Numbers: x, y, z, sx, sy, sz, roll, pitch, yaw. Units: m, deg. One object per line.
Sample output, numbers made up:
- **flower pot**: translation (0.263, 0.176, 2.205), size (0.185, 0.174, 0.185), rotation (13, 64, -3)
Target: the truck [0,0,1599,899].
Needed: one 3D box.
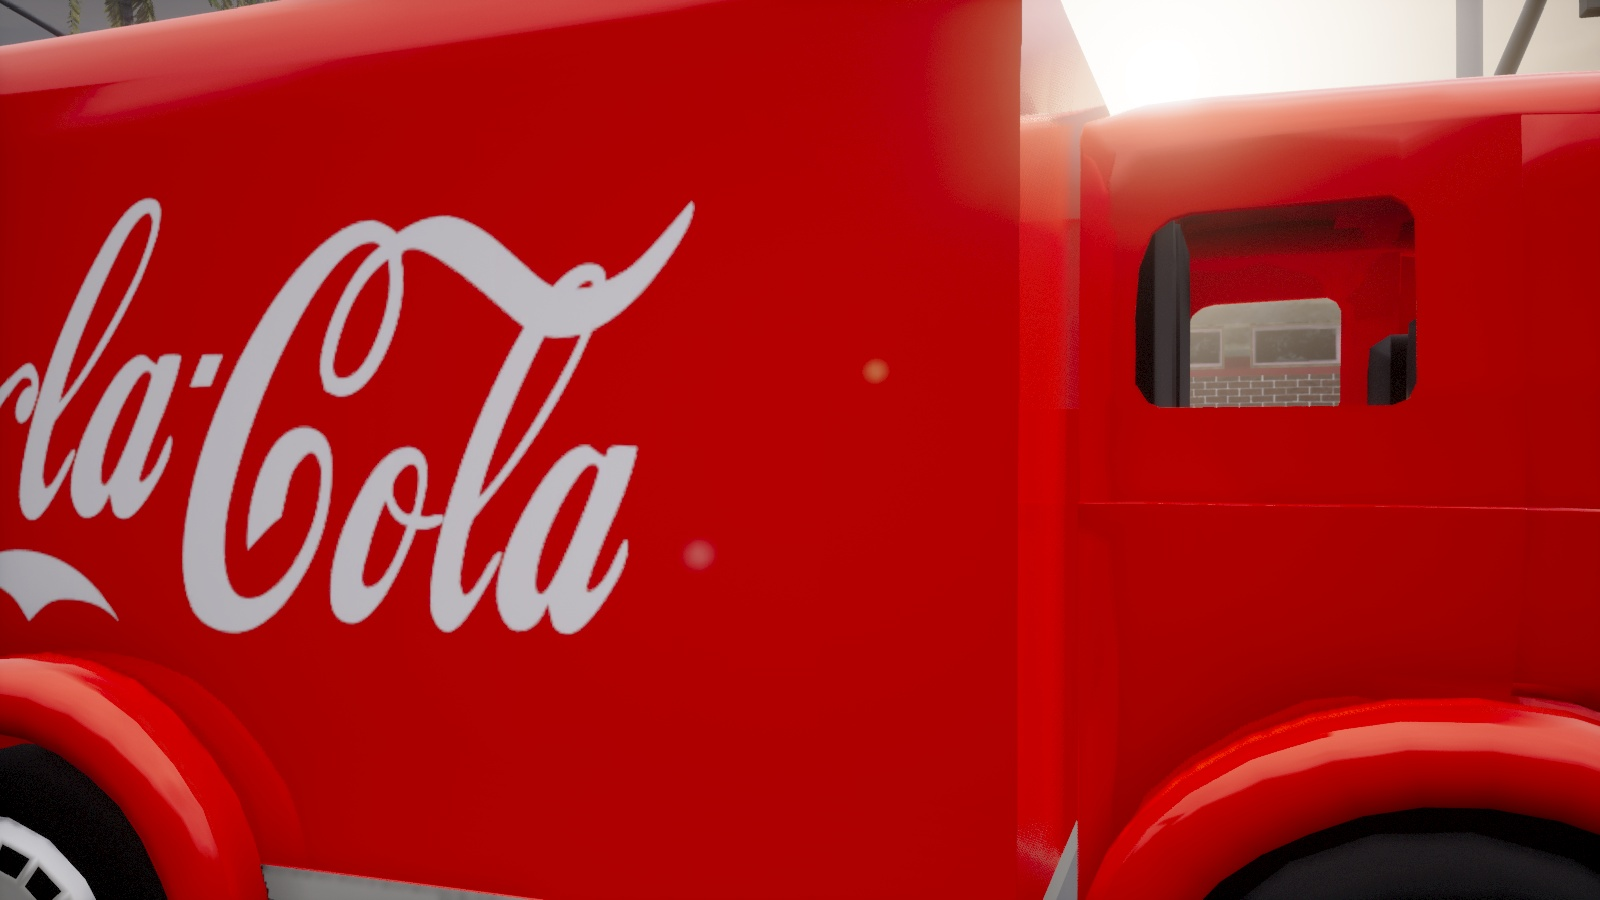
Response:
- **truck**: translation (-0.068, 0.283, 3.233), size (5.204, 2.467, 2.627), rotation (1, 1, 20)
